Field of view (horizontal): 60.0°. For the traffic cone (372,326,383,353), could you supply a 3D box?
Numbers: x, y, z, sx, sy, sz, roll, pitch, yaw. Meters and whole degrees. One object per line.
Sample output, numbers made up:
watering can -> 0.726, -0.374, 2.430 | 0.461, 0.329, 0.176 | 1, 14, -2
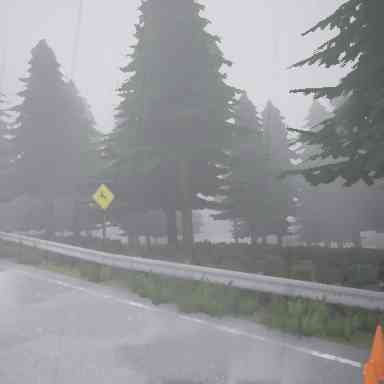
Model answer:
traffic cone -> 2.323, 1.956, 4.120 | 0.340, 0.580, 0.340 | 0, 0, 34

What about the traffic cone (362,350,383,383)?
traffic cone -> 1.777, 1.956, 3.285 | 0.340, 0.580, 0.340 | 0, 0, 34
